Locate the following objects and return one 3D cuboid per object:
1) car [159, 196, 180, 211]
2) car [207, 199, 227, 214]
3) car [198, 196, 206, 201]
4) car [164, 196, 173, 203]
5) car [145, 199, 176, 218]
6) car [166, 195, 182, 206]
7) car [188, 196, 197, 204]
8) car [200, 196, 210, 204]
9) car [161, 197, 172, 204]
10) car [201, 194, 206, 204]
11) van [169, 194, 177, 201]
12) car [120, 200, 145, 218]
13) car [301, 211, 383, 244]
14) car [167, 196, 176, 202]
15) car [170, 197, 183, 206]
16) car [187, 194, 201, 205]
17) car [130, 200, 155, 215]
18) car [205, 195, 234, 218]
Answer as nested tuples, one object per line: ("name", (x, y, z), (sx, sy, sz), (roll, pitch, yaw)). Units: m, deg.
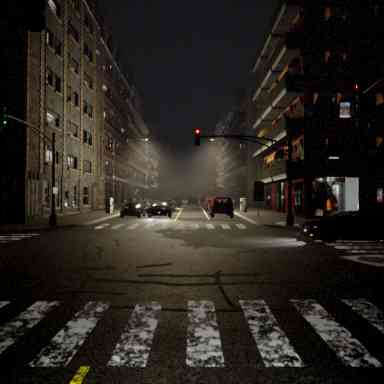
("car", (-2.786, 1.523, 39.273), (1.837, 1.490, 4.892), (0, 0, 0))
("car", (2.623, 1.540, 35.894), (1.752, 1.417, 4.829), (1, 0, 0))
("car", (2.683, 1.814, 91.338), (1.947, 1.339, 4.313), (1, 0, 0))
("car", (-5.215, 1.671, 74.453), (1.752, 1.417, 4.829), (1, 0, 0))
("car", (-2.805, 1.575, 30.393), (1.994, 1.385, 4.181), (0, 0, 0))
("car", (-2.721, 1.601, 49.207), (1.994, 1.385, 4.181), (0, 0, 1))
("car", (0.153, 1.601, 70.349), (1.882, 1.535, 5.008), (0, 0, 0))
("car", (2.659, 1.557, 69.087), (1.967, 1.590, 4.097), (1, 0, 0))
("car", (-5.222, 1.667, 69.061), (2.008, 1.369, 4.403), (1, 0, 0))
("car", (2.632, 1.336, 41.289), (2.192, 1.841, 5.009), (1, 0, 0))
("van", (-5.193, 1.589, 91.317), (1.690, 1.788, 3.998), (1, 0, 0))
("car", (-5.264, 1.577, 30.128), (1.947, 1.339, 4.313), (1, 0, 0))
("car", (7.225, 1.579, 15.311), (4.181, 1.385, 1.994), (0, -1, 0))
("car", (-5.203, 1.765, 85.752), (2.008, 1.369, 4.403), (1, 0, 0))
("car", (-2.680, 1.619, 59.568), (2.033, 1.411, 5.357), (0, 0, 0))
("car", (0.175, 1.550, 59.909), (1.882, 1.535, 5.008), (0, 0, 0))
("car", (-5.257, 1.581, 35.689), (1.947, 1.339, 4.313), (1, 0, 0))
("car", (2.621, 1.327, 30.165), (2.192, 1.841, 5.009), (1, 0, 0))
